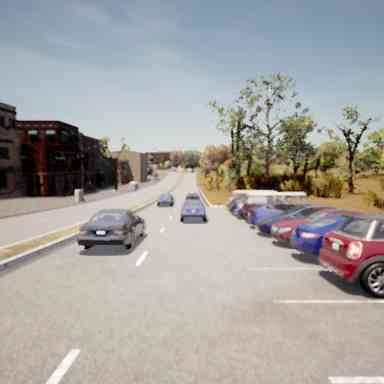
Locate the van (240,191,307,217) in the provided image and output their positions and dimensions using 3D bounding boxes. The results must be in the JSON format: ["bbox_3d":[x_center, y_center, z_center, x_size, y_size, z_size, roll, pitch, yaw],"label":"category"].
[{"bbox_3d":[5.652,1.016,21.625,4.442,1.987,1.878,0,1,0],"label":"van"}]

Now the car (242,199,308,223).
[{"bbox_3d":[5.566,1.312,18.877,4.792,1.488,2.163,0,1,0],"label":"car"}]

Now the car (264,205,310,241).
[{"bbox_3d":[5.539,1.397,13.367,4.674,1.452,2.002,0,1,0],"label":"car"}]

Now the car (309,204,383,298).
[{"bbox_3d":[5.507,1.294,7.850,4.553,1.767,2.185,0,1,0],"label":"car"}]

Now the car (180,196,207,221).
[{"bbox_3d":[0.095,1.261,24.473,2.033,1.411,5.357,0,1,0],"label":"car"}]

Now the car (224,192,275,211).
[{"bbox_3d":[5.564,0.903,32.647,4.553,1.767,2.185,0,1,0],"label":"car"}]

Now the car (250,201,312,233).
[{"bbox_3d":[5.507,1.353,16.125,4.792,1.488,2.163,0,1,0],"label":"car"}]

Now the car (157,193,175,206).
[{"bbox_3d":[-3.156,0.881,40.690,2.033,1.411,5.357,0,2,0],"label":"car"}]

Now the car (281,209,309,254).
[{"bbox_3d":[5.535,1.429,10.613,4.674,1.452,2.002,0,1,0],"label":"car"}]

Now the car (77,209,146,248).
[{"bbox_3d":[-3.157,1.417,13.963,2.033,1.411,5.357,0,1,0],"label":"car"}]

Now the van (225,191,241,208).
[{"bbox_3d":[5.418,0.864,29.893,4.442,1.987,1.878,0,1,0],"label":"van"}]

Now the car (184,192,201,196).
[{"bbox_3d":[0.094,0.812,41.637,1.837,1.490,4.892,0,2,0],"label":"car"}]

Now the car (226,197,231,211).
[{"bbox_3d":[5.529,1.146,27.140,4.892,1.521,2.231,0,1,0],"label":"car"}]

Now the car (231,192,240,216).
[{"bbox_3d":[5.504,1.068,24.511,4.553,1.767,2.185,0,1,0],"label":"car"}]
